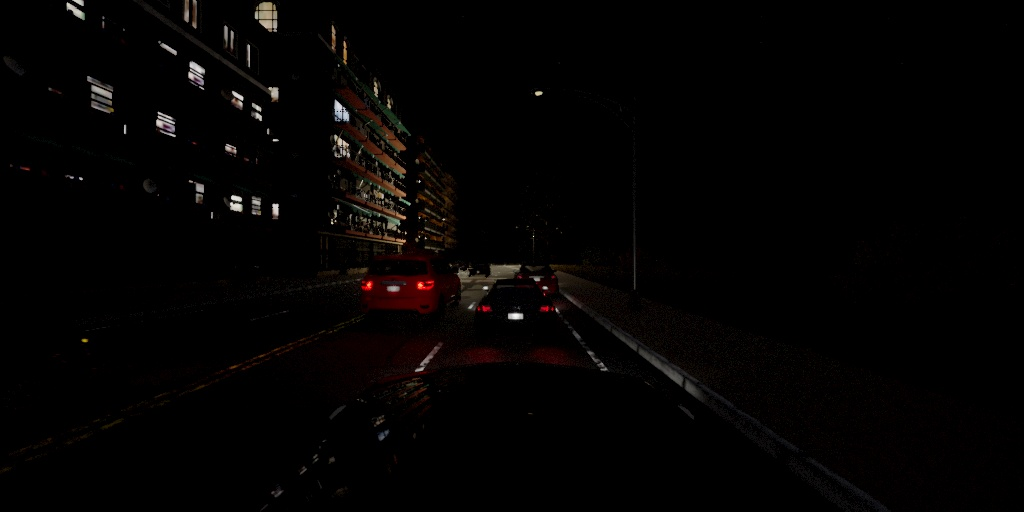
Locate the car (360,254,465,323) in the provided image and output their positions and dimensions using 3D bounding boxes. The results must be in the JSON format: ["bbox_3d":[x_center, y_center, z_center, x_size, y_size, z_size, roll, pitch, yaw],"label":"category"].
[{"bbox_3d":[-3.150,0.971,12.208,2.150,2.045,5.566,0,0,0],"label":"car"}]

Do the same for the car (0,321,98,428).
[{"bbox_3d":[-6.599,1.276,2.964,1.812,1.442,4.674,0,0,0],"label":"car"}]

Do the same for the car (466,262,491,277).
[{"bbox_3d":[-3.139,1.277,35.636,1.812,1.442,4.674,0,0,0],"label":"car"}]

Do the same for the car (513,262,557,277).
[{"bbox_3d":[1.141,1.103,18.579,2.097,1.767,4.553,0,0,0],"label":"car"}]

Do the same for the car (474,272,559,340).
[{"bbox_3d":[0.096,1.315,9.999,1.994,1.385,4.181,0,0,0],"label":"car"}]

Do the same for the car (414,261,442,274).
[{"bbox_3d":[-9.838,1.299,42.250,2.033,1.411,5.357,0,0,0],"label":"car"}]
